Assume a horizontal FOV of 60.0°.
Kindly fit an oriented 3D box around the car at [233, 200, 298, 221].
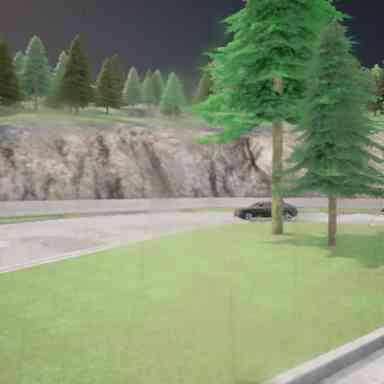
[{"bbox_3d":[5.563,1.420,25.393,4.892,1.490,1.837,0,-2,-2],"label":"car"}]
